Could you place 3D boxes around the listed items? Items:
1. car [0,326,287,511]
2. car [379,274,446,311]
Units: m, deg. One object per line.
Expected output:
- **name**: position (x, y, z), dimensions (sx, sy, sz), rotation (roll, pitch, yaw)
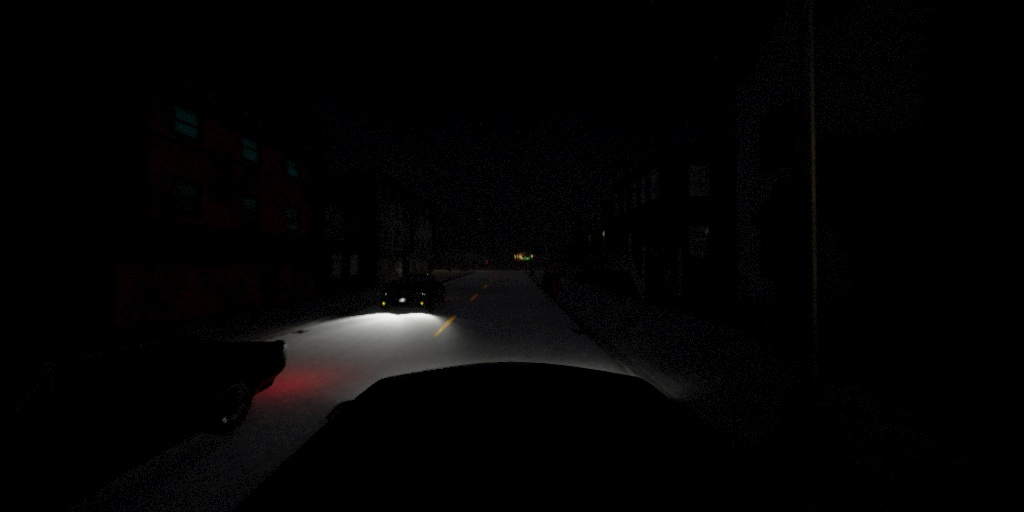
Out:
- **car**: position (-4.098, 1.364, 2.801), dimensions (1.895, 1.301, 4.718), rotation (0, -1, 0)
- **car**: position (-4.085, 1.474, 15.341), dimensions (1.994, 1.385, 4.181), rotation (0, -1, 0)
